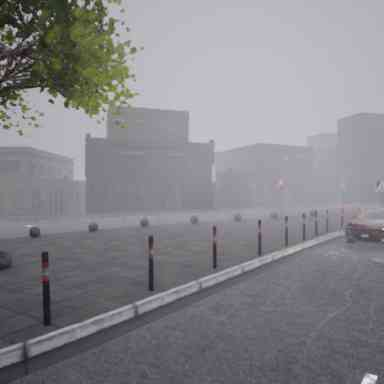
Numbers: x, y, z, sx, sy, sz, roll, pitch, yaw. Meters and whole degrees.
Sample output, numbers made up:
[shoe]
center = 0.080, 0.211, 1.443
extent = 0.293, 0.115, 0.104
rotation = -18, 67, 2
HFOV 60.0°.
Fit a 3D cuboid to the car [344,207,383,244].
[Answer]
[car]
center = 8.314, 1.417, 14.586
extent = 1.882, 1.535, 5.008
rotation = -1, -1, 43
